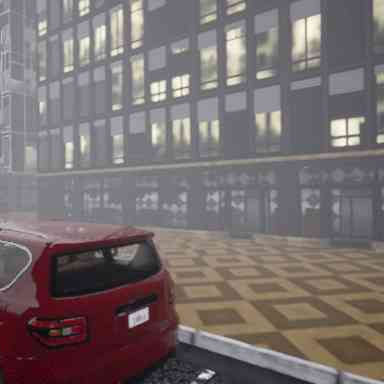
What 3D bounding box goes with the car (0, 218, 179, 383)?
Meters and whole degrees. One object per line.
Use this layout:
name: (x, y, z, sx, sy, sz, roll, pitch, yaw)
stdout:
car: (-2.490, 1.297, 4.588, 5.009, 1.841, 2.192, 0, 0, 34)
